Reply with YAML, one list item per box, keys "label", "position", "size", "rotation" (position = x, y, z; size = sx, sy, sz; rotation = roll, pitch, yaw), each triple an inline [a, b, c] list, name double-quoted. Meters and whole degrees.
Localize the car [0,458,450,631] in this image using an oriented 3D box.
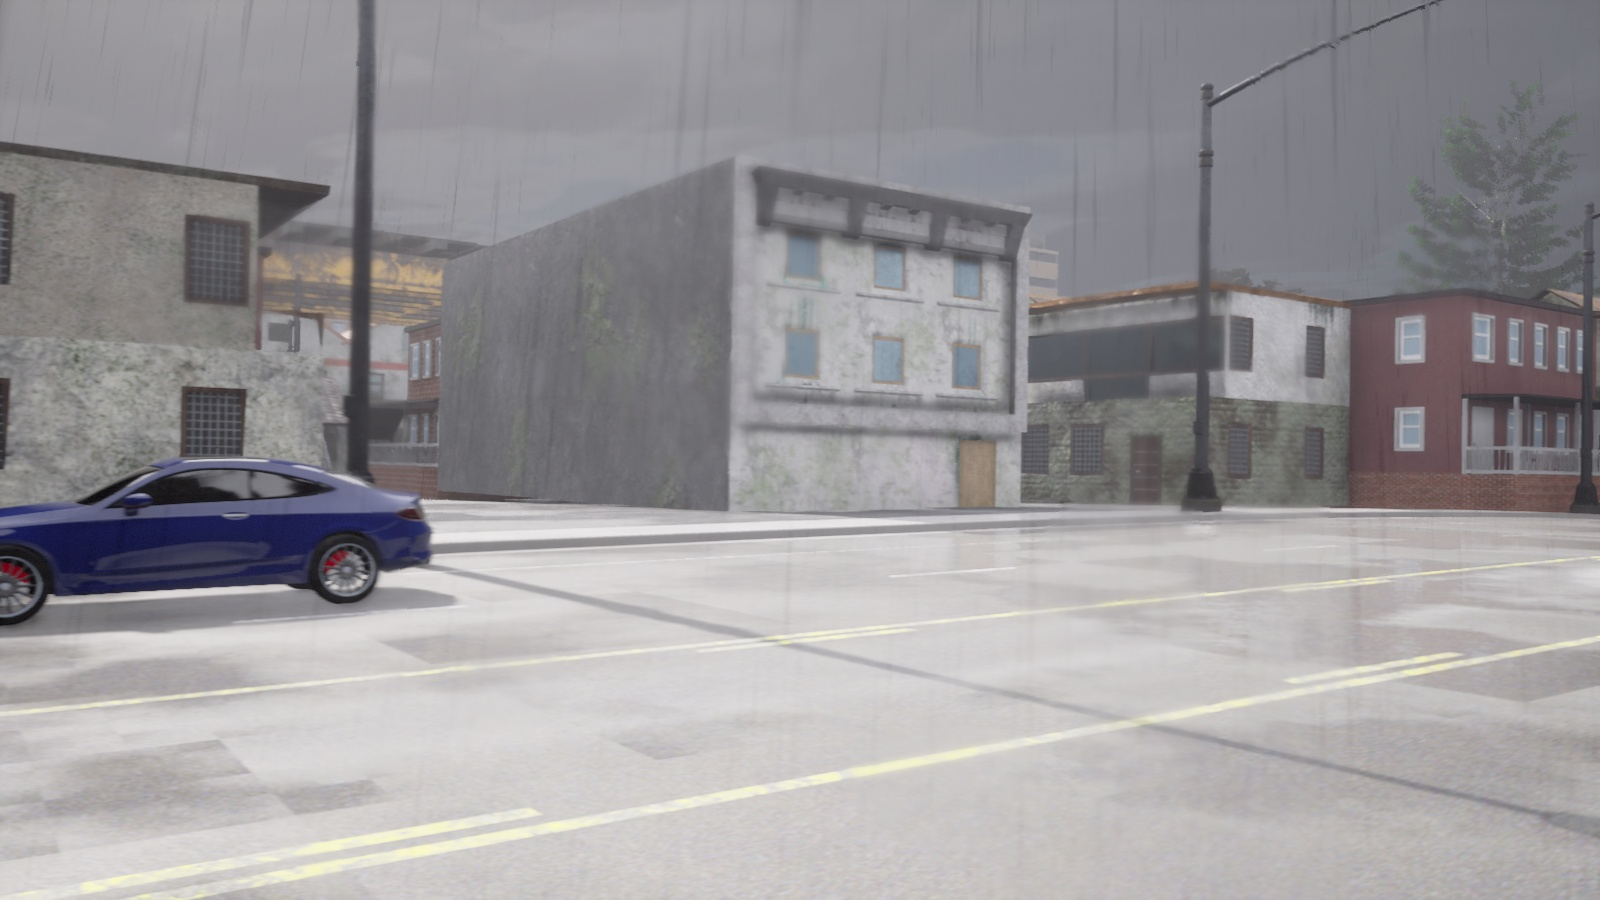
- label: "car"
  position: [-6.016, 0.814, 12.264]
  size: [4.674, 1.442, 1.812]
  rotation: [0, 0, -35]
